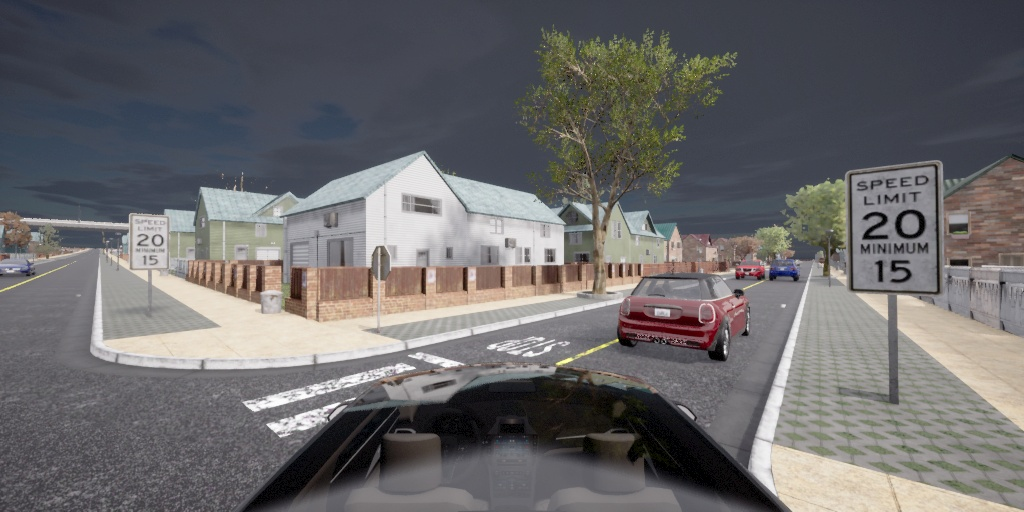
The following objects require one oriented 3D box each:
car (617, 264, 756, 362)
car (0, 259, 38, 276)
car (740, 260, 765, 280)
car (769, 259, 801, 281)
[{"bbox_3d":[4.383,1.175,8.812,2.097,1.767,4.553,-1,-1,40],"label":"car"},{"bbox_3d":[-42.114,0.967,30.394,4.674,1.442,1.812,1,0,41],"label":"car"},{"bbox_3d":[24.973,1.395,37.493,2.150,2.045,5.566,-1,-1,40],"label":"car"},{"bbox_3d":[26.815,1.362,35.298,2.150,2.045,5.566,-1,-1,40],"label":"car"}]
